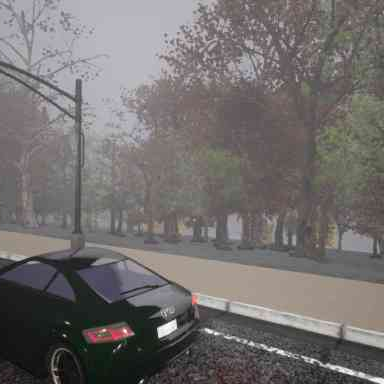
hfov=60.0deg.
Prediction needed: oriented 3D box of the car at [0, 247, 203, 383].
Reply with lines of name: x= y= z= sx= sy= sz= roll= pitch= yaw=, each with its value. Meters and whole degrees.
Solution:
car: x=-1.915 y=1.563 z=5.055 sx=4.181 sy=1.385 sz=1.994 roll=0 pitch=0 yaw=36
